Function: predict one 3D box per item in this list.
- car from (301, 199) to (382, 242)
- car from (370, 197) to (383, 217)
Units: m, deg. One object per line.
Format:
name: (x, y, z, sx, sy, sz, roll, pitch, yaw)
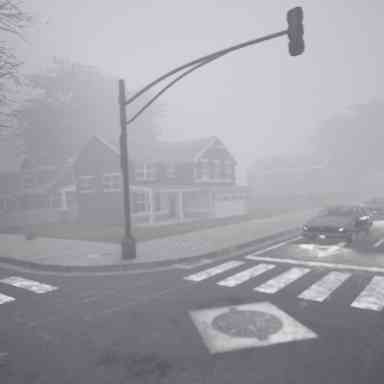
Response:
car: (6.767, 1.291, 15.078, 2.033, 1.411, 5.357, -3, 0, 40)
car: (12.939, 1.054, 22.921, 1.994, 1.385, 4.181, -3, 0, 39)
